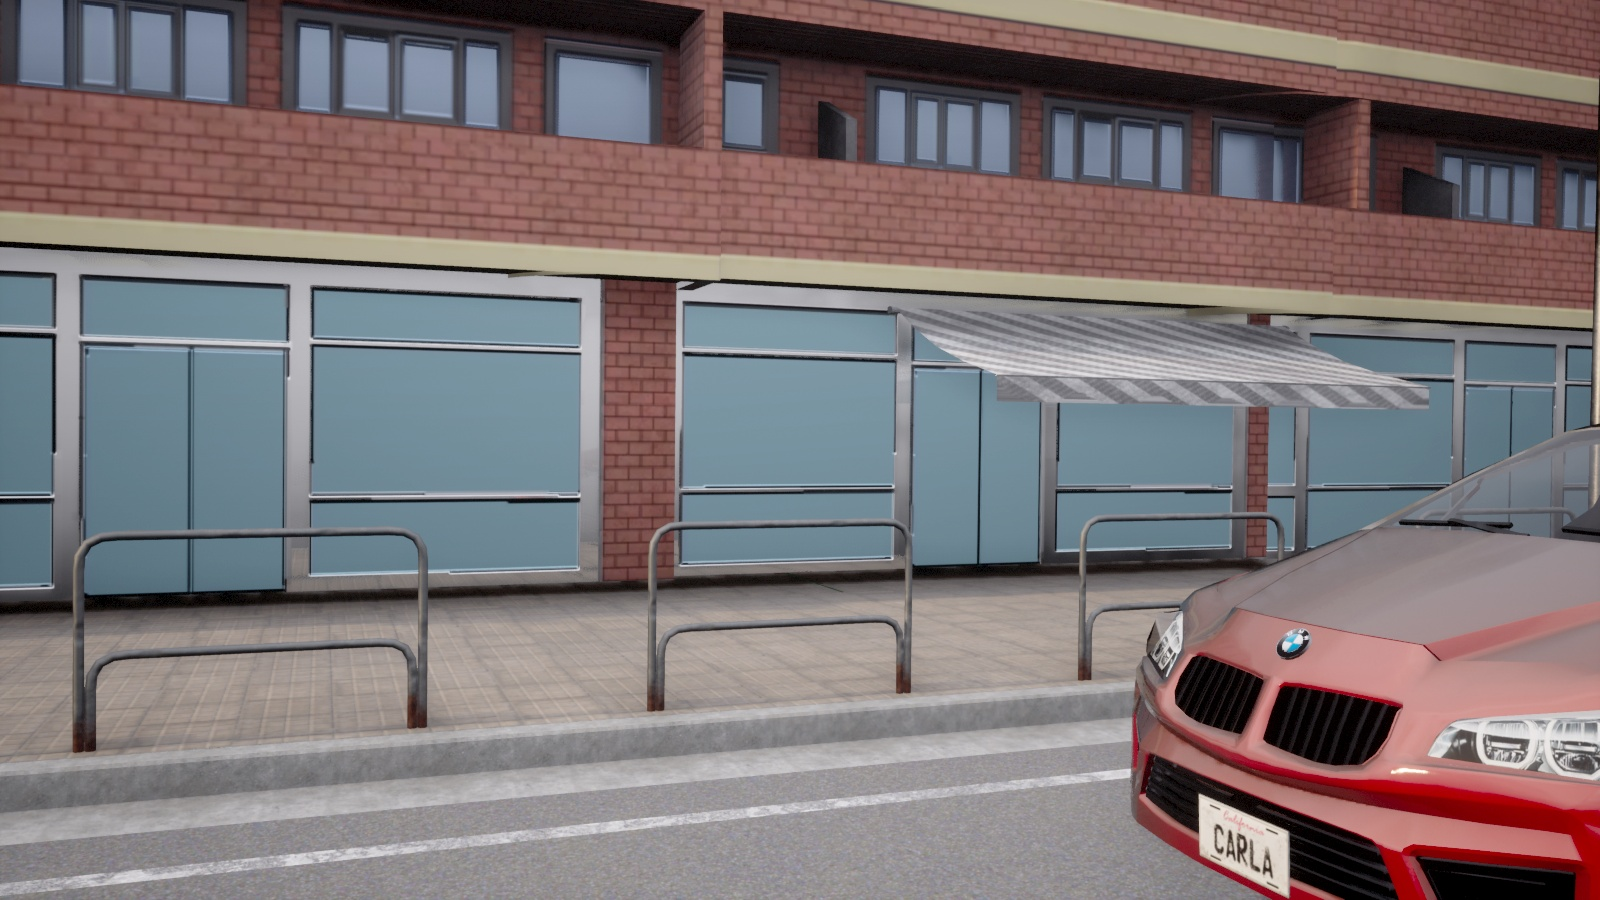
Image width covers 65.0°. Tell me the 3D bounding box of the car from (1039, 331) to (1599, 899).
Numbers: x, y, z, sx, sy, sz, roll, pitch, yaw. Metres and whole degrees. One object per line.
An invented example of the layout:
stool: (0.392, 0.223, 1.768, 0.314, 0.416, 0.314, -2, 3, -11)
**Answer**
car: (3.469, 0.531, 4.556, 4.611, 1.667, 2.242, -1, 1, -21)
